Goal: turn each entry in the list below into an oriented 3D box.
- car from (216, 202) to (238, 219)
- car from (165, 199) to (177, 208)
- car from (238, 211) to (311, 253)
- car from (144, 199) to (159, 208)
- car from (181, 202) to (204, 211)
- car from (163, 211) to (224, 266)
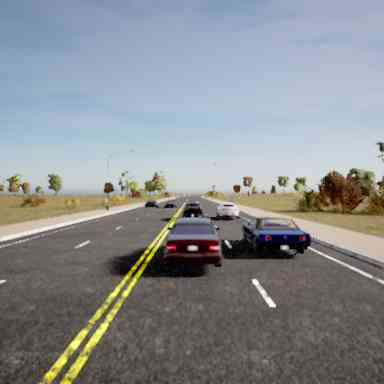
[{"bbox_3d":[3.326,1.718,31.490,1.812,1.442,4.674,0,0,0],"label":"car"},{"bbox_3d":[-3.327,1.872,53.624,2.033,1.411,5.357,0,0,0],"label":"car"},{"bbox_3d":[3.312,1.689,14.029,1.895,1.301,4.718,0,0,0],"label":"car"},{"bbox_3d":[-6.570,1.894,54.636,1.994,1.385,4.181,0,0,0],"label":"car"},{"bbox_3d":[0.070,1.693,30.510,1.837,1.490,4.892,0,0,0],"label":"car"},{"bbox_3d":[0.046,1.622,11.758,2.033,1.411,5.357,0,0,1],"label":"car"}]
